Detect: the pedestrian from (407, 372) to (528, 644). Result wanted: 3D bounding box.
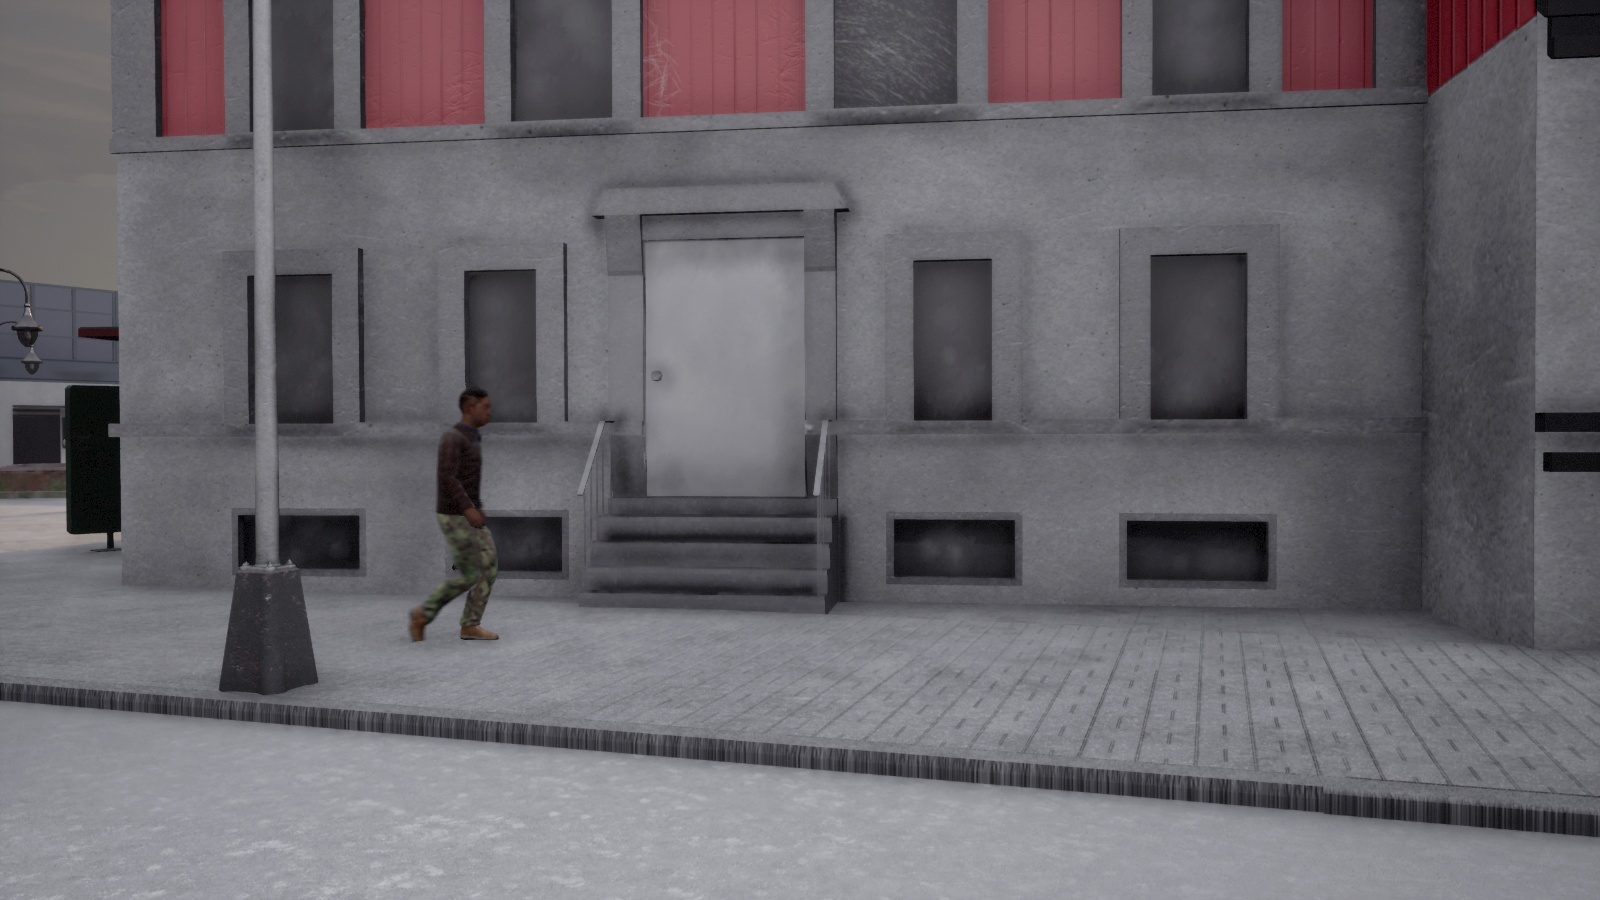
[{"bbox_3d":[-2.314,0.387,8.772,0.703,1.840,0.431,0,1,10],"label":"pedestrian"}]
